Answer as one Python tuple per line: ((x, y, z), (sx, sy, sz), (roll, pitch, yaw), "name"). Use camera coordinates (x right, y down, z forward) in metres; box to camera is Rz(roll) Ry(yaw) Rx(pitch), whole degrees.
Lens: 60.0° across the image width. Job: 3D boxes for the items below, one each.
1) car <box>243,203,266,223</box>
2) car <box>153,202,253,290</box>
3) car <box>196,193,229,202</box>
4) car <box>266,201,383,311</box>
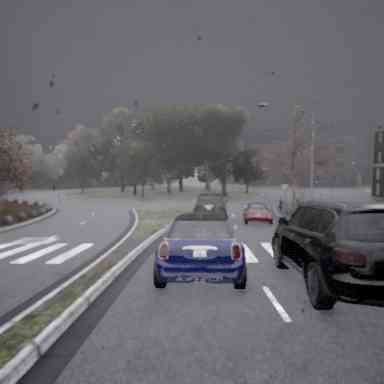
((4.689, 1.465, 24.070), (1.994, 1.385, 4.181), (1, 1, 8), "car")
((0.244, 1.326, 9.239), (2.097, 1.767, 4.553), (0, 0, 2), "car")
((1.423, 1.093, 24.252), (2.150, 2.045, 5.566), (1, 1, 7), "car")
((3.431, 1.212, 7.833), (2.150, 2.045, 5.566), (0, 0, 2), "car")
